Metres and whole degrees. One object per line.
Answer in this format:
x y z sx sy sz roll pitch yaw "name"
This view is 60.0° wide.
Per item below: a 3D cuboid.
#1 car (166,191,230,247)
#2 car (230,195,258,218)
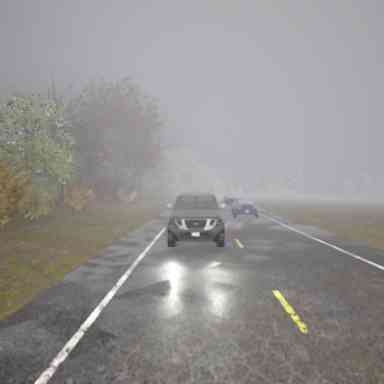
0.192 1.026 14.290 2.150 2.045 5.566 0 2 1 "car"
4.066 1.206 26.222 1.812 1.442 4.674 0 1 3 "car"
